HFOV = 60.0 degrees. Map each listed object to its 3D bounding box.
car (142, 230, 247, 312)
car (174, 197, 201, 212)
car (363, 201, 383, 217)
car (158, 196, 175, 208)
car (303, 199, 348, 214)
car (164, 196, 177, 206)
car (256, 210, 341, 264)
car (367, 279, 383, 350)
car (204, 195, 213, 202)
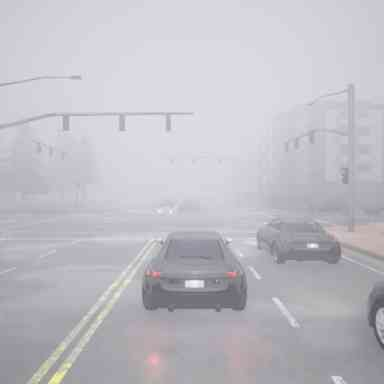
[{"bbox_3d":[0.057,1.563,7.778,1.994,1.385,4.181,0,0,0],"label":"car"},{"bbox_3d":[-0.266,1.560,38.700,1.994,1.385,4.181,0,0,12],"label":"car"},{"bbox_3d":[18.550,1.502,30.957,4.892,1.490,1.837,0,0,-2],"label":"car"},{"bbox_3d":[-3.599,1.521,47.094,1.812,1.442,4.674,0,0,0],"label":"car"},{"bbox_3d":[14.054,1.488,34.343,4.902,1.511,2.128,0,0,-1],"label":"car"},{"bbox_3d":[-3.593,1.500,56.987,1.837,1.490,4.892,0,0,0],"label":"car"},{"bbox_3d":[3.578,1.563,11.862,1.994,1.385,4.181,0,0,0],"label":"car"},{"bbox_3d":[3.600,1.504,3.158,1.837,1.490,4.892,0,0,0],"label":"car"},{"bbox_3d":[3.477,1.357,71.301,2.128,1.511,4.902,0,0,0],"label":"car"}]
